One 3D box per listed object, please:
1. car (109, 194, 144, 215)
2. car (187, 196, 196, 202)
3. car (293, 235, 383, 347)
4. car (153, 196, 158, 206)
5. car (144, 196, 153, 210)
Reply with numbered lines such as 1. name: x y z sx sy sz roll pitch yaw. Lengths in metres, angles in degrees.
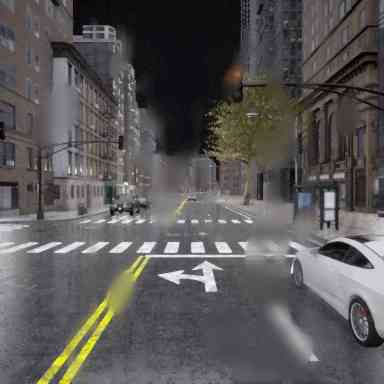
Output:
1. car: -6.589 1.198 33.284 2.150 2.045 5.566 0 0 1
2. car: -0.036 1.437 73.533 1.895 1.301 4.718 0 0 0
3. car: 3.346 1.524 6.171 1.812 1.442 4.674 0 0 0
4. car: -6.619 1.420 53.713 2.128 1.511 4.902 0 0 0
5. car: -6.622 1.436 43.395 1.882 1.535 5.008 0 0 0
